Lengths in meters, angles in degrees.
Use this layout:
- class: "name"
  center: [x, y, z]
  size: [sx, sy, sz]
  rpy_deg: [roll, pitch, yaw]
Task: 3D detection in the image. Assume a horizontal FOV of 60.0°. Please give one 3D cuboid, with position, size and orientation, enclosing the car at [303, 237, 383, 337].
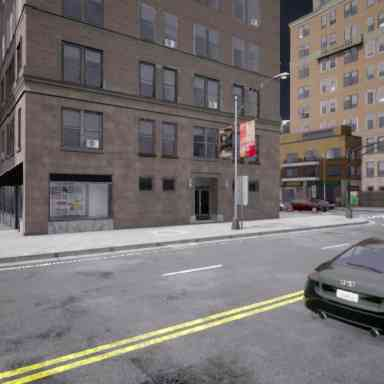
- class: "car"
  center: [4.018, 1.564, 6.281]
  size: [4.181, 1.385, 1.994]
  rpy_deg: [0, 0, -36]

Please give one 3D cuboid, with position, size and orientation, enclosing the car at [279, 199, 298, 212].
- class: "car"
  center: [9.238, 1.420, 37.291]
  size: [1.967, 1.590, 4.097]
  rpy_deg: [0, 0, -35]

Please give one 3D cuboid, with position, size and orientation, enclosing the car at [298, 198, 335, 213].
- class: "car"
  center: [12.698, 1.468, 36.774]
  size: [1.882, 1.535, 5.008]
  rpy_deg: [0, 0, -35]

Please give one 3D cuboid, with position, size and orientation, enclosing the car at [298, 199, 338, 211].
- class: "car"
  center: [15.806, 1.576, 41.900]
  size: [1.947, 1.339, 4.313]
  rpy_deg: [0, 0, -35]
